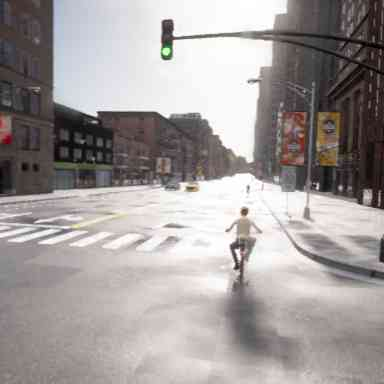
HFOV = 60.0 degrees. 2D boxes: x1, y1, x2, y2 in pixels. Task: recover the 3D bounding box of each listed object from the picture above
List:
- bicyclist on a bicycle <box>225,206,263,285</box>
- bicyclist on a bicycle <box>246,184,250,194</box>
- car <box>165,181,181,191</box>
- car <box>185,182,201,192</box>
[{"bbox_3d":[1.142,1.109,7.357,0.866,1.612,1.509,2,2,10],"label":"bicyclist on a bicycle"},{"bbox_3d":[7.303,-0.231,43.130,0.582,1.620,1.656,2,2,10],"label":"bicyclist on a bicycle"},{"bbox_3d":[-3.019,-0.997,53.984,1.837,1.490,4.892,2,3,10],"label":"car"},{"bbox_3d":[0.184,-0.896,53.444,1.882,1.535,5.008,2,3,10],"label":"car"}]
